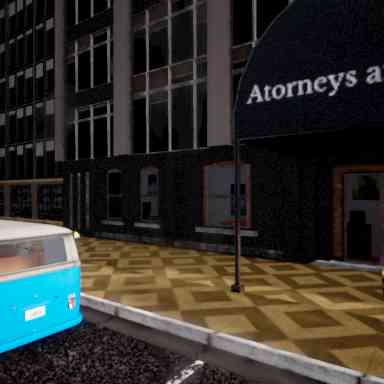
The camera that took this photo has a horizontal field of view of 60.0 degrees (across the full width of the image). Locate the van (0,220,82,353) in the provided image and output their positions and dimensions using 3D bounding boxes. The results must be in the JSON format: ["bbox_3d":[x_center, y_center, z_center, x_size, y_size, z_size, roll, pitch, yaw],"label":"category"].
[{"bbox_3d":[-3.548,1.347,5.429,3.998,1.788,1.690,0,0,36],"label":"van"}]
